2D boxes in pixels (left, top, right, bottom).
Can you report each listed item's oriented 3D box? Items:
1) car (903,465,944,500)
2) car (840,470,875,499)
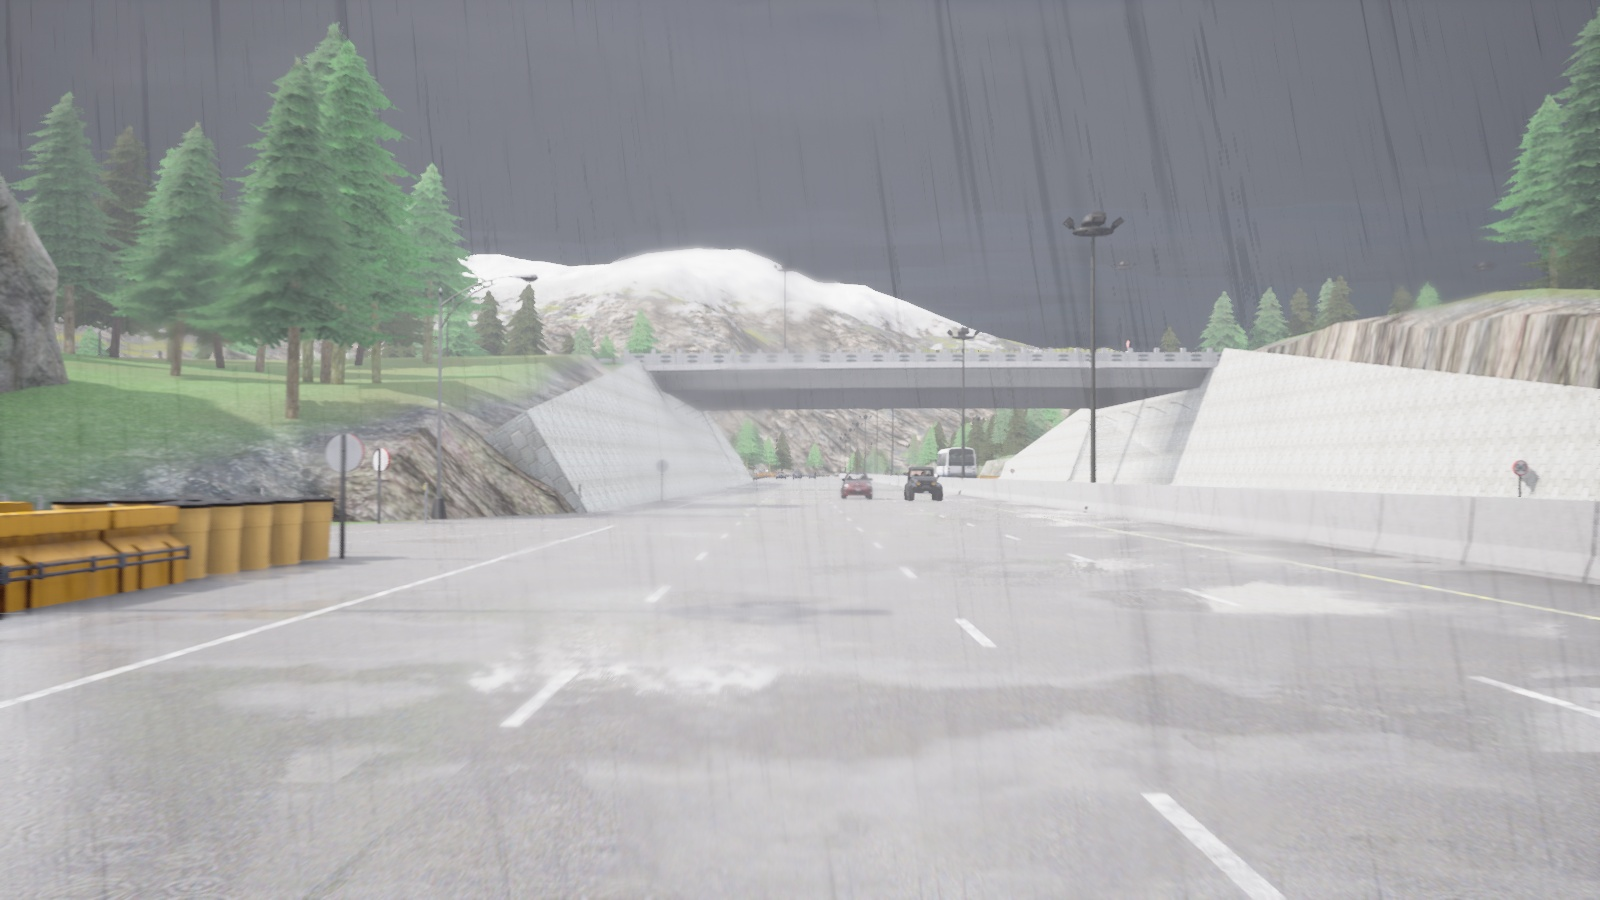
[{"bbox_3d":[6.827,1.812,69.773,1.905,1.878,3.866,0,-1,0],"label":"car"},{"bbox_3d":[3.320,1.987,73.081,1.851,1.617,3.988,0,-1,0],"label":"car"}]
